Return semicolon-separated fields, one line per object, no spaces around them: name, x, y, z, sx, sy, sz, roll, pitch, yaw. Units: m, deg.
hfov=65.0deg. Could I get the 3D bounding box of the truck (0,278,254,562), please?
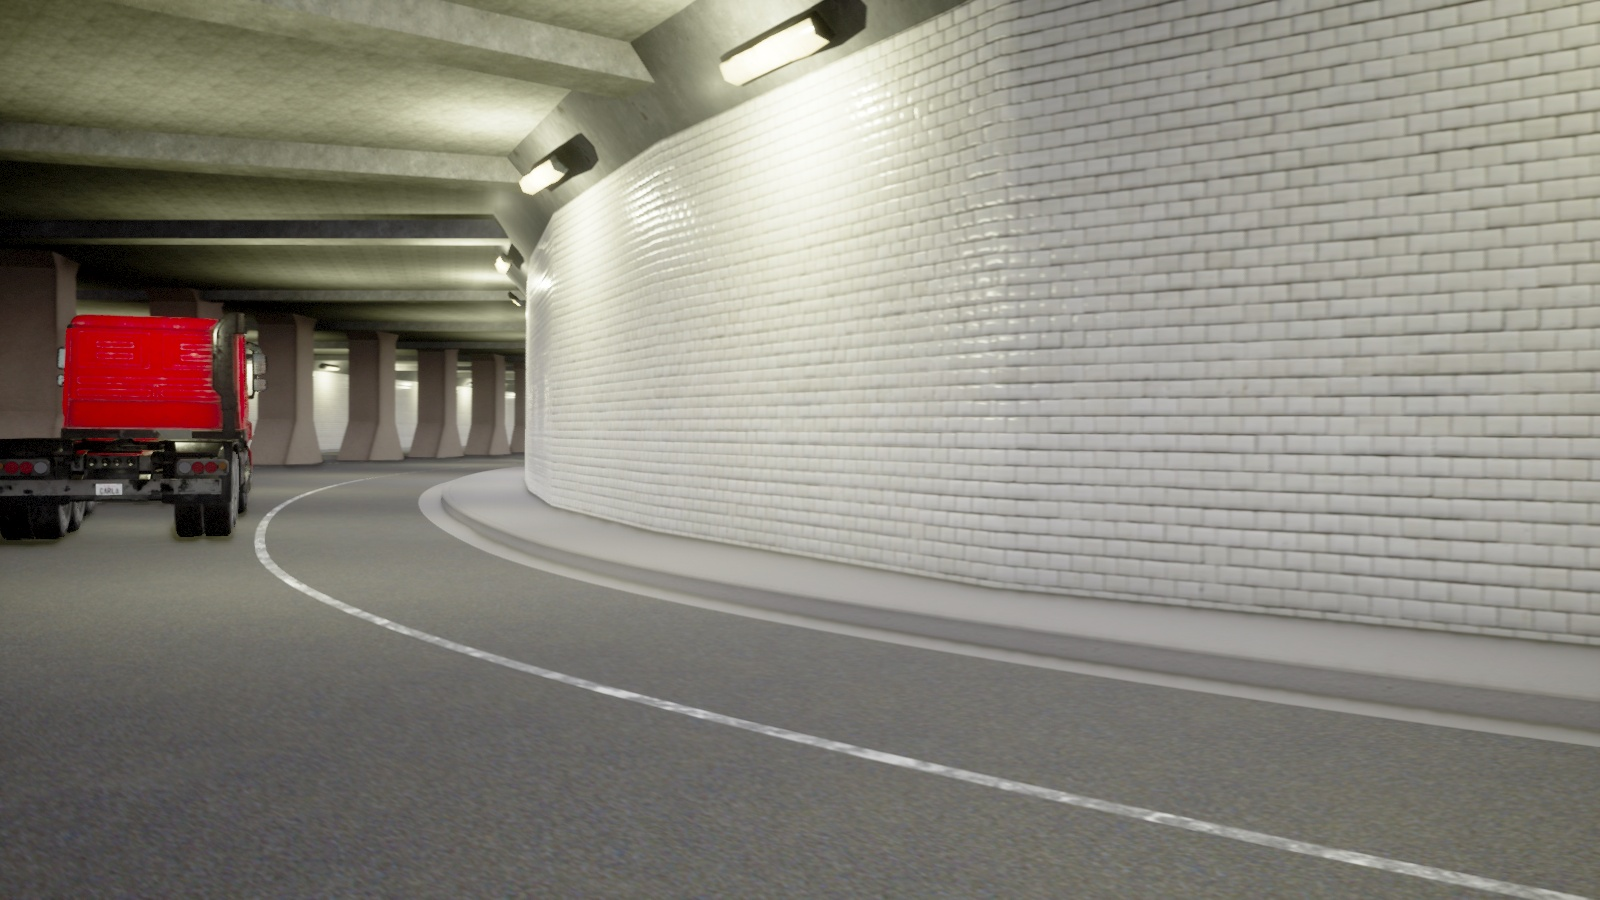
truck;-10.161;-0.411;19.433;2.891;3.462;7.936;-1;1;-22
